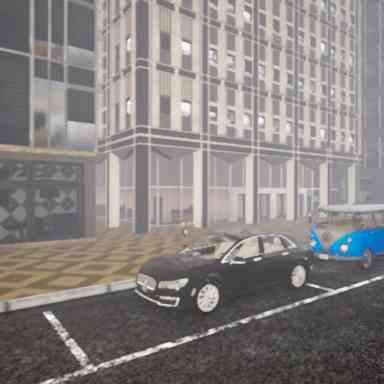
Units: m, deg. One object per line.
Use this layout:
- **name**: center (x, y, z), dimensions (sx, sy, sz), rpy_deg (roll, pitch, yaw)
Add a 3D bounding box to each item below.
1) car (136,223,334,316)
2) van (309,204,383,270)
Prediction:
- **car**: center (0.908, 1.528, 7.380), dimensions (4.403, 1.369, 2.008), rpy_deg (0, 1, -36)
- **van**: center (5.434, 1.291, 10.608), dimensions (3.998, 1.788, 1.690), rpy_deg (0, 1, -36)
